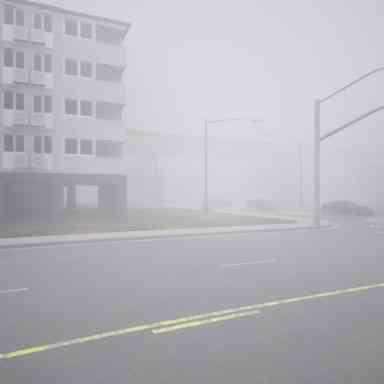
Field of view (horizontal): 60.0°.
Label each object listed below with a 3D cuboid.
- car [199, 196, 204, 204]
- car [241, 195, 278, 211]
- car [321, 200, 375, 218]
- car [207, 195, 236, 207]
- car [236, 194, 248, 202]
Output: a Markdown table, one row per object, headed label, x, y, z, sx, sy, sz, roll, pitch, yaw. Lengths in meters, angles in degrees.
| label | x | y | z | sx | sy | sz | roll | pitch | yaw |
| --- | --- | --- | --- | --- | --- | --- | --- | --- | --- |
| car | 2.484 | 1.503 | 61.425 | 1.837 | 1.490 | 4.892 | 0 | 0 | 3 |
| car | 8.751 | 1.490 | 41.732 | 2.128 | 1.511 | 4.902 | 0 | 0 | -25 |
| car | 14.151 | 1.503 | 30.389 | 1.837 | 1.490 | 4.892 | 0 | 0 | -26 |
| car | 4.464 | 1.503 | 51.293 | 1.837 | 1.490 | 4.892 | 0 | 0 | -21 |
| car | 11.118 | 1.537 | 75.343 | 2.033 | 1.411 | 5.357 | 0 | 0 | 41 |
